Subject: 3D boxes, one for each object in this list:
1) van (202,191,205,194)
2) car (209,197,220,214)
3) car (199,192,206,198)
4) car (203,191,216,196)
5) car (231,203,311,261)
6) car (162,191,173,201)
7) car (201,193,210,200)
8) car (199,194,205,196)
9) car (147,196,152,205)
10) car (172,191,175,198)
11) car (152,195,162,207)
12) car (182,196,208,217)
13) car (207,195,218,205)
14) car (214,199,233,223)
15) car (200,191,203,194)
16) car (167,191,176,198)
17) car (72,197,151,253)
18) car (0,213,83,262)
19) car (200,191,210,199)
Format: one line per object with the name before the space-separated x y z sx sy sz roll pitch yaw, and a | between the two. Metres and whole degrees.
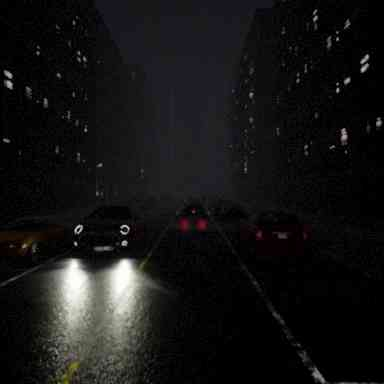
van | 2.851 0.966 50.752 1.690 1.788 3.998 1 0 0
car | 2.782 1.360 28.593 1.947 1.339 4.313 1 0 0
car | 2.976 0.801 95.247 1.752 1.417 4.829 1 0 0
car | 2.833 1.107 45.213 1.967 1.590 4.097 1 0 0
car | 2.736 1.356 11.971 1.967 1.590 4.097 1 0 0
car | -5.486 1.043 67.348 2.008 1.369 4.403 1 0 0
car | 2.911 0.997 72.917 1.887 1.381 4.507 1 0 0
car | 0.165 1.252 40.190 2.033 1.411 5.357 0 0 1
car | -5.580 1.187 34.105 1.967 1.590 4.097 1 0 0
car | -5.465 0.763 72.886 2.192 1.841 5.009 1 0 0
car | -5.550 1.207 45.186 1.887 1.381 4.507 1 0 0
car | 0.145 1.321 28.190 1.812 1.442 4.674 0 1 0
car | 2.799 1.318 34.132 1.947 1.339 4.313 1 0 0
car | 2.766 1.417 23.052 1.802 1.307 4.206 1 0 0
car | 2.881 0.980 61.835 1.967 1.590 4.097 1 0 0
car | -5.417 0.631 89.507 2.192 1.841 5.009 1 0 0
car | -3.058 1.256 13.153 2.097 1.767 4.553 0 0 0
car | -5.647 1.438 11.774 1.752 1.417 4.829 1 0 0
car | 2.931 0.724 78.455 2.192 1.841 5.009 1 0 0
